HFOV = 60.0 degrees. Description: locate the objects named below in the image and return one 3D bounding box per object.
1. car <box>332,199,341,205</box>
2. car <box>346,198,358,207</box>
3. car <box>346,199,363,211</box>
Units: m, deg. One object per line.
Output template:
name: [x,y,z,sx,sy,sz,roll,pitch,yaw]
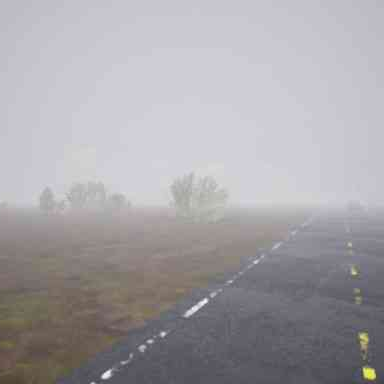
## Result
car: [36.812,2.488,84.525,1.837,1.490,4.892,-1,-1,24]
car: [31.998,2.124,66.557,2.097,1.767,4.553,-1,-1,24]
car: [25.595,2.164,52.115,1.994,1.385,4.181,-1,-1,24]
